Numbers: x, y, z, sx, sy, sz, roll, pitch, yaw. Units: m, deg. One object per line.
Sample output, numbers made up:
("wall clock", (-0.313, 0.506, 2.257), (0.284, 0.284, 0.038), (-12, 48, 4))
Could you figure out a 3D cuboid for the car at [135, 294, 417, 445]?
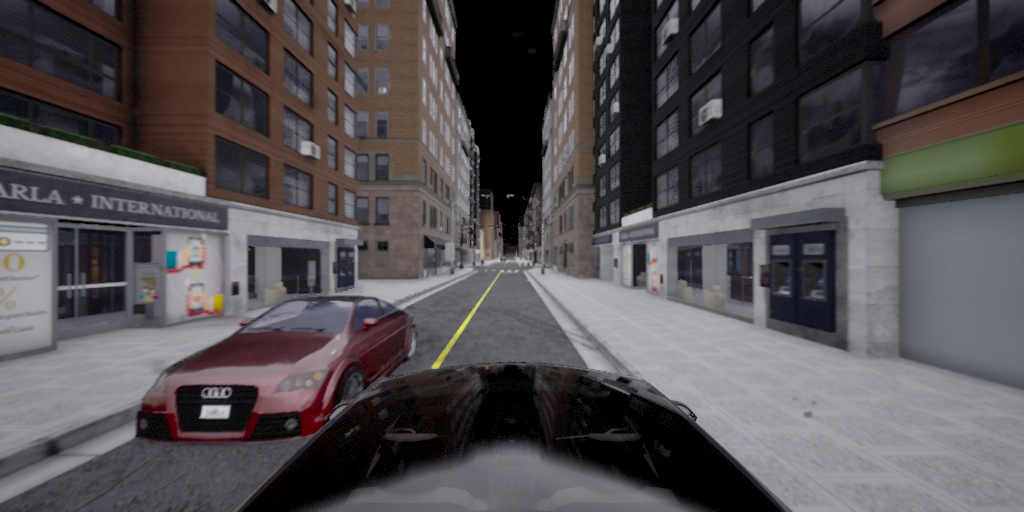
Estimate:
("car", (-2.852, 1.309, 5.440), (1.994, 1.385, 4.181), (0, 0, 0))
